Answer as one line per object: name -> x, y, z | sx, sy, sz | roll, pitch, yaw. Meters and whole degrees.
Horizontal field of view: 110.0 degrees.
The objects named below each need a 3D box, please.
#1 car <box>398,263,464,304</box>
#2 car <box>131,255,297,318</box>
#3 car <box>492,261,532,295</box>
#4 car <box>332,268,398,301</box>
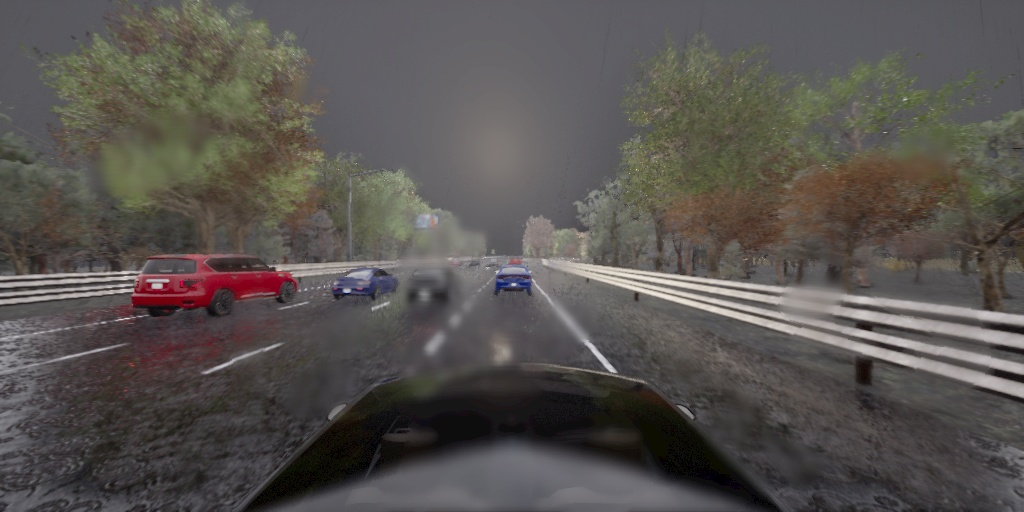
car -> -3.409, 1.255, 16.417 | 1.837, 1.490, 4.892 | 0, 0, 0
car -> -10.407, 0.970, 13.194 | 2.150, 2.045, 5.566 | 0, 0, 0
car -> 0.090, 1.228, 19.857 | 1.882, 1.535, 5.008 | 0, 0, 0
car -> -6.911, 1.275, 17.323 | 1.812, 1.442, 4.674 | 0, 0, 0
